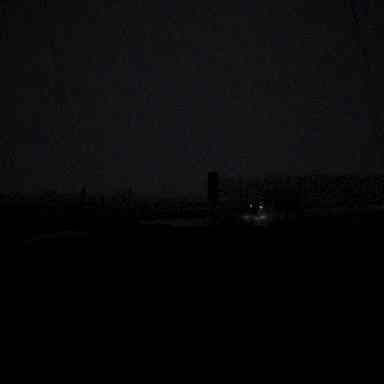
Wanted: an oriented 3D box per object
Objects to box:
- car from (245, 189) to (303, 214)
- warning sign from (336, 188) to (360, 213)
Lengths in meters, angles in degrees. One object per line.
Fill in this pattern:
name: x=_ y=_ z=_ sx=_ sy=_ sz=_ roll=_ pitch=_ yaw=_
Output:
car: x=7.106 y=0.769 z=28.623 sx=5.566 sy=2.045 sz=2.150 roll=-1 pitch=0 yaw=-34
warning sign: x=11.970 y=0.607 z=25.501 sx=1.060 sy=1.860 sz=1.300 roll=0 pitch=-1 yaw=-34
